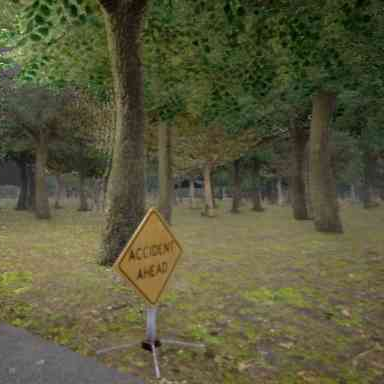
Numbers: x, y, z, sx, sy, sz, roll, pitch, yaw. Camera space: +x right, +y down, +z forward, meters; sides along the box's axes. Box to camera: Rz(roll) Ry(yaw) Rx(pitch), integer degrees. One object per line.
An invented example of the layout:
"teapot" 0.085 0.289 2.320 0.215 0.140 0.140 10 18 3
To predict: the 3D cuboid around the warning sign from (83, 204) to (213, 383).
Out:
"warning sign" -0.527 1.117 4.287 1.060 1.860 1.300 0 0 35
